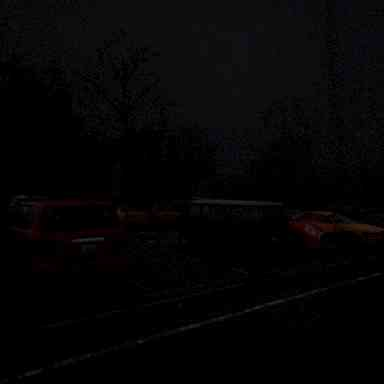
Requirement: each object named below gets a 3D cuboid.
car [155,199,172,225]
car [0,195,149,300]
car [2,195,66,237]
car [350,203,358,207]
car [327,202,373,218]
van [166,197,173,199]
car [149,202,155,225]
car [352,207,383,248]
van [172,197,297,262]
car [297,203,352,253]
[{"bbox_3d":[-2.784,1.552,24.630,1.946,1.575,5.366,1,-1,-36],"label":"car"},{"bbox_3d":[-3.603,1.200,8.698,2.435,2.045,5.566,1,0,-36],"label":"car"},{"bbox_3d":[-9.447,1.210,19.550,2.435,2.045,5.566,0,0,-36],"label":"car"},{"bbox_3d":[16.451,2.189,38.270,2.002,1.452,4.674,2,-1,-36],"label":"car"},{"bbox_3d":[18.997,2.127,40.166,2.185,1.767,4.553,2,-1,-36],"label":"car"},{"bbox_3d":[-0.340,1.375,26.024,1.878,1.987,4.442,1,-1,-36],"label":"van"},{"bbox_3d":[-4.941,1.516,23.072,1.946,1.575,5.366,1,0,-36],"label":"car"},{"bbox_3d":[6.359,1.586,15.645,1.946,1.575,5.366,1,-1,-36],"label":"car"},{"bbox_3d":[1.360,1.280,12.402,1.878,1.987,4.442,1,0,-36],"label":"van"},{"bbox_3d":[3.870,1.417,14.112,2.185,1.767,4.553,1,-1,-36],"label":"car"}]
